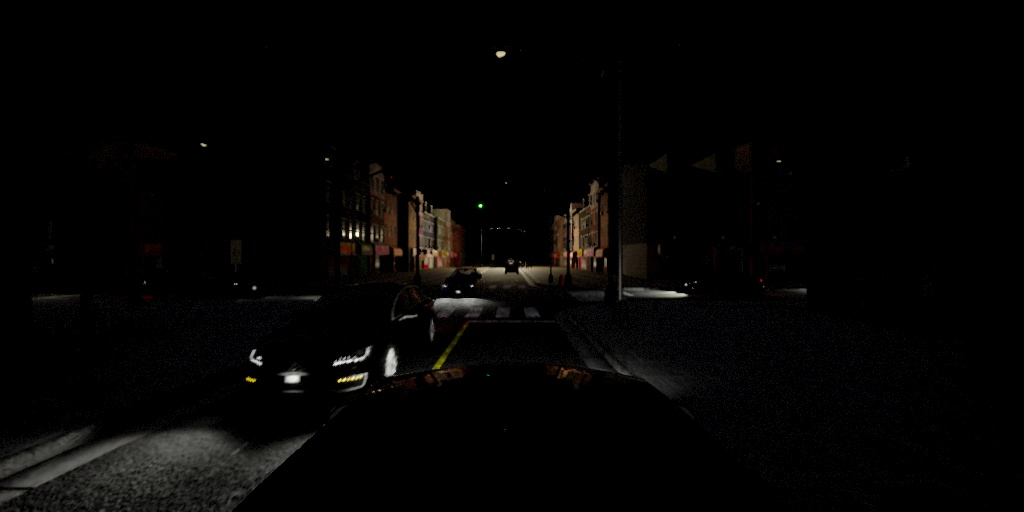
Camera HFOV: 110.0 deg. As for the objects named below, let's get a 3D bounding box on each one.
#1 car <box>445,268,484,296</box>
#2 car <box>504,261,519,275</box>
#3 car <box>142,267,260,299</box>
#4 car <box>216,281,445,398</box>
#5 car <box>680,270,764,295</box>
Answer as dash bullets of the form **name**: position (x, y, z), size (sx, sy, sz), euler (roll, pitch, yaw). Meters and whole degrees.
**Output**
- **car**: position (-2.643, 1.413, 20.511), size (2.033, 1.411, 5.357), euler (0, 0, 1)
- **car**: position (-0.033, 1.609, 45.432), size (1.948, 1.339, 4.313), euler (0, 0, 0)
- **car**: position (-15.116, 1.307, 17.625), size (4.902, 1.511, 2.128), euler (0, 0, 0)
- **car**: position (-2.743, 1.299, 6.918), size (1.837, 1.490, 4.892), euler (0, 0, 0)
- **car**: position (11.999, 1.478, 20.631), size (4.181, 1.385, 1.994), euler (0, 0, 0)
